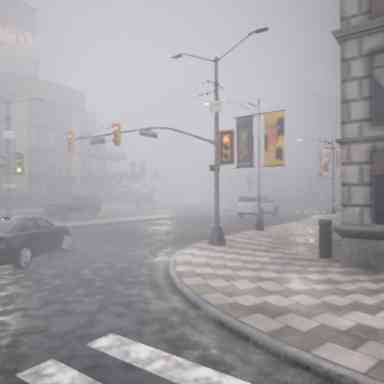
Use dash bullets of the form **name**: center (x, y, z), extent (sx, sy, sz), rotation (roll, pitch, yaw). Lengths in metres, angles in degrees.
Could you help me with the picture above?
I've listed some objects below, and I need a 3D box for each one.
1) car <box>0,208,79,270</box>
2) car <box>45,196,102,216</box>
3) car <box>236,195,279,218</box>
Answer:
- **car**: center (-5.853, 1.545, 11.398), extent (1.882, 1.535, 5.008), rotation (-1, 0, 2)
- **car**: center (-11.410, 1.389, 32.274), extent (2.150, 2.045, 5.566), rotation (0, 0, 36)
- **car**: center (6.024, 1.298, 30.479), extent (2.150, 2.045, 5.566), rotation (0, 0, 36)
